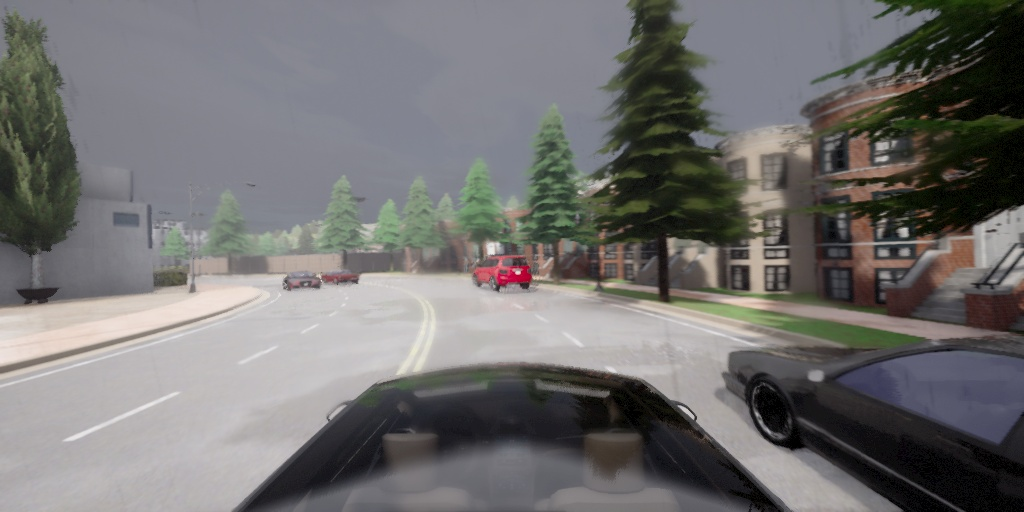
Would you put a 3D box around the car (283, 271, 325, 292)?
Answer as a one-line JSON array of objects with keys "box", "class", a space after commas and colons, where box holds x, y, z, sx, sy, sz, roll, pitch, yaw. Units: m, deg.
[{"box": [-15.512, 1.806, 26.393, 1.994, 1.385, 4.181, -1, 0, -39], "class": "car"}]

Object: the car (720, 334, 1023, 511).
[{"box": [3.497, 1.200, 2.015, 2.033, 1.411, 5.357, -2, 0, 1], "class": "car"}]

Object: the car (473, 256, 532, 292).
[{"box": [-0.705, 1.040, 22.190, 2.150, 2.045, 5.566, -1, 0, -23], "class": "car"}]

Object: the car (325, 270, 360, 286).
[{"box": [-14.944, 1.839, 31.230, 1.895, 1.301, 4.718, -1, 0, -43], "class": "car"}]
